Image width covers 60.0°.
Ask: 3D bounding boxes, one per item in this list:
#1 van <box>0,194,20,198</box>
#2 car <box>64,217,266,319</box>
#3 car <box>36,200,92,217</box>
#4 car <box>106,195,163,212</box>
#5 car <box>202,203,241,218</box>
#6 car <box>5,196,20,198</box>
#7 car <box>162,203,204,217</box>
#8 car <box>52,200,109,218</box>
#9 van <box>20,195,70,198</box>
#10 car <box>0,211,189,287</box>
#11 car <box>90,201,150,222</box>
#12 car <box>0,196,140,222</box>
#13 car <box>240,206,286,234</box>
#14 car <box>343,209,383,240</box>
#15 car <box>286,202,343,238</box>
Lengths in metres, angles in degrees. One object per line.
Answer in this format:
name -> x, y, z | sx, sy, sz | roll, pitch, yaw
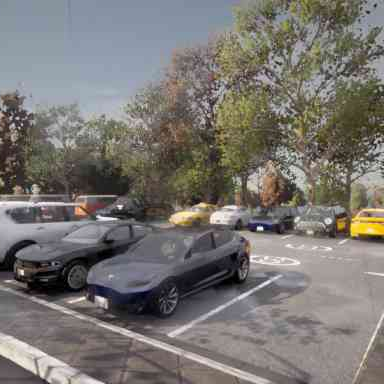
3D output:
van -> -19.401, 1.336, 38.304 | 1.878, 1.987, 4.442 | 0, 0, 36
car -> -0.272, 1.629, 8.082 | 2.163, 1.488, 4.792 | 0, 0, 36
car -> -12.727, 1.556, 33.353 | 2.163, 1.488, 4.792 | 0, 0, 36
car -> -3.764, 1.293, 26.848 | 2.435, 2.045, 5.566 | 0, 0, 36
car -> 2.942, 1.612, 21.943 | 2.002, 1.452, 4.674 | 0, 0, 36
car -> -17.223, 1.547, 36.586 | 2.097, 1.535, 5.008 | 0, 0, 36
car -> 0.592, 1.560, 23.422 | 1.946, 1.575, 5.366 | 0, 0, 36
car -> -10.591, 1.554, 31.803 | 2.163, 1.488, 4.792 | 0, 0, 36
van -> -15.036, 1.310, 34.859 | 1.878, 1.987, 4.442 | 0, 0, 36
car -> -2.499, 1.590, 9.740 | 2.097, 1.535, 5.008 | 0, 0, 36
car -> -6.040, 1.565, 28.429 | 2.163, 1.488, 4.792 | 0, 0, 36
car -> -4.731, 1.329, 11.389 | 2.435, 2.045, 5.566 | 0, 0, 36
car -> 5.168, 1.611, 20.294 | 2.163, 1.488, 4.792 | 0, 0, 36
car -> 9.567, 1.600, 17.133 | 2.097, 1.535, 5.008 | 0, 0, 36
car -> 7.345, 1.465, 18.789 | 2.185, 1.767, 4.553 | 0, 0, 36
